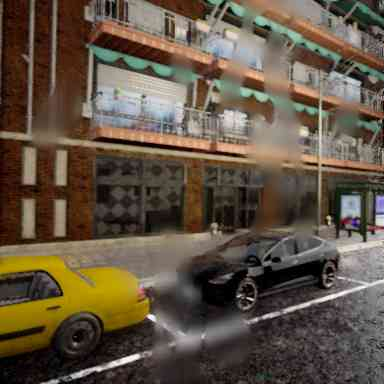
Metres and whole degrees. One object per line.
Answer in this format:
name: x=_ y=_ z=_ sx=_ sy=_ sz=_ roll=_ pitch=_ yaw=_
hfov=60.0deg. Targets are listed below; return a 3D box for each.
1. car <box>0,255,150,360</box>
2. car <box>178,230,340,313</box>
car: x=-2.952 y=1.526 z=4.440 sx=4.829 sy=1.417 sz=1.752 roll=1 pitch=1 yaw=-36
car: x=1.718 y=1.610 z=7.779 sx=4.313 sy=1.339 sz=1.947 roll=1 pitch=1 yaw=-36
